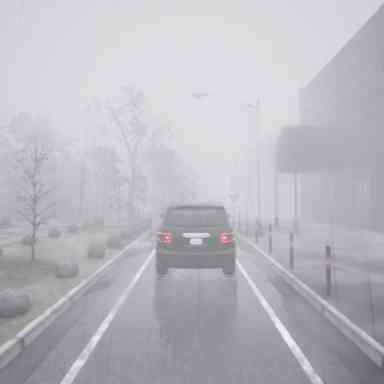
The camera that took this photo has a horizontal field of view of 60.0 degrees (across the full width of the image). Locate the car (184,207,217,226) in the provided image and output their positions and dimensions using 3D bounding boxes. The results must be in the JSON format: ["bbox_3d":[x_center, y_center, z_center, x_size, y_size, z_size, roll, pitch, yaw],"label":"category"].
[{"bbox_3d":[0.843,2.026,28.789,2.128,1.511,4.902,-1,-2,11],"label":"car"}]

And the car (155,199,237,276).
[{"bbox_3d":[0.099,1.311,10.757,2.150,2.045,5.566,0,0,0],"label":"car"}]

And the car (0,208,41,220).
[{"bbox_3d":[-20.603,2.586,39.305,4.718,1.301,1.895,2,-3,-35],"label":"car"}]
